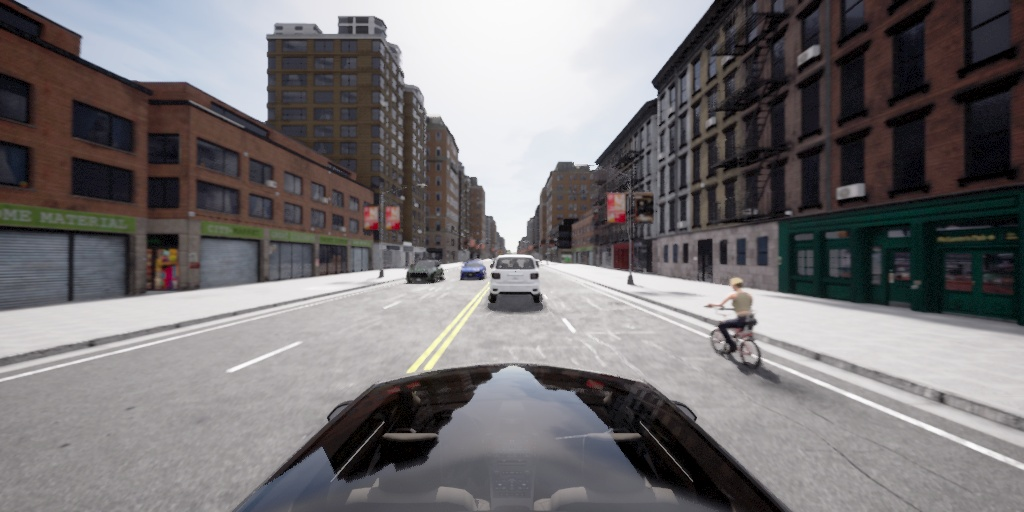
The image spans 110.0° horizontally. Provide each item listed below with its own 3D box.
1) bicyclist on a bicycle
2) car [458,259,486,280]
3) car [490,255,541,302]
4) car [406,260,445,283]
[{"bbox_3d":[4.186,1.197,6.784,0.866,1.612,1.509,0,0,0],"label":"bicyclist on a bicycle"},{"bbox_3d":[-3.275,1.211,30.826,1.882,1.535,5.008,0,0,0],"label":"car"},{"bbox_3d":[0.135,0.970,17.046,2.150,2.045,5.566,0,0,0],"label":"car"},{"bbox_3d":[-6.535,1.079,27.364,2.097,1.767,4.553,0,0,0],"label":"car"}]
